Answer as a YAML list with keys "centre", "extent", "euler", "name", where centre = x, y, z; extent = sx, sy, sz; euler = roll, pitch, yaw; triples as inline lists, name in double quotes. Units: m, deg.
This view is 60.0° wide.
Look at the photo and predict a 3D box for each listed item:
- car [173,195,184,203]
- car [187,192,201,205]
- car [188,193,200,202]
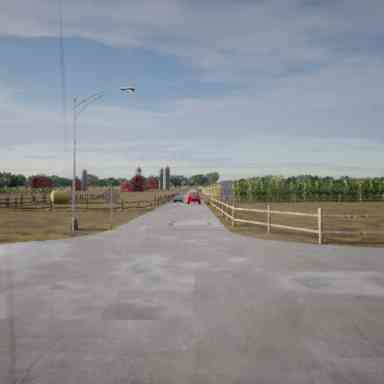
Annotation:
- centre: [-2.377, 1.255, 59.500]
  extent: [2.033, 1.411, 5.357]
  euler: [0, 0, 0]
  name: "car"
- centre: [0.340, 0.961, 54.097]
  extent: [2.150, 2.045, 5.566]
  euler: [0, 0, 0]
  name: "car"
- centre: [0.405, 1.047, 64.458]
  extent: [2.097, 1.767, 4.553]
  euler: [0, 0, 0]
  name: "car"
